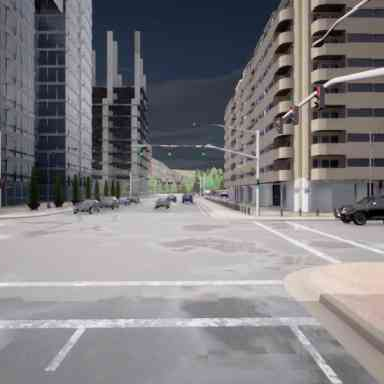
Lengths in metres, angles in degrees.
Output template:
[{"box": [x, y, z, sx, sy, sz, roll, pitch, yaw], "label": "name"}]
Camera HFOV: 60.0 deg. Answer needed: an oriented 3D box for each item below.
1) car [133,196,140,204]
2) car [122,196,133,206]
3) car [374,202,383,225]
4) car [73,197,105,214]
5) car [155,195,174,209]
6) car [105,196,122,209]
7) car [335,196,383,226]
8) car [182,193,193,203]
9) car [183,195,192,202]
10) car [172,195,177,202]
[{"box": [-11.411, 1.566, 64.991, 2.033, 1.411, 5.357, 0, 0, 0], "label": "car"}, {"box": [-11.318, 1.541, 54.377, 1.812, 1.442, 4.674, 0, 0, -1], "label": "car"}, {"box": [14.291, 1.553, 20.278, 4.902, 1.511, 2.128, 0, 0, -1], "label": "car"}, {"box": [-11.080, 1.515, 35.351, 1.837, 1.490, 4.892, 0, 0, 0], "label": "car"}, {"box": [-4.011, 1.561, 46.274, 2.033, 1.411, 5.357, 0, 0, -1], "label": "car"}, {"box": [-11.190, 1.365, 44.543, 2.097, 1.767, 4.553, 0, 0, -1], "label": "car"}, {"box": [13.228, 1.284, 23.760, 5.566, 2.045, 2.150, 0, 0, -1], "label": "car"}, {"box": [-0.926, 1.241, 68.504, 2.150, 2.045, 5.566, 0, 0, -1], "label": "car"}, {"box": [-1.073, 1.496, 79.237, 1.882, 1.535, 5.008, 0, 0, -1], "label": "car"}, {"box": [-4.502, 1.376, 74.034, 2.097, 1.767, 4.553, 0, 0, -1], "label": "car"}]
